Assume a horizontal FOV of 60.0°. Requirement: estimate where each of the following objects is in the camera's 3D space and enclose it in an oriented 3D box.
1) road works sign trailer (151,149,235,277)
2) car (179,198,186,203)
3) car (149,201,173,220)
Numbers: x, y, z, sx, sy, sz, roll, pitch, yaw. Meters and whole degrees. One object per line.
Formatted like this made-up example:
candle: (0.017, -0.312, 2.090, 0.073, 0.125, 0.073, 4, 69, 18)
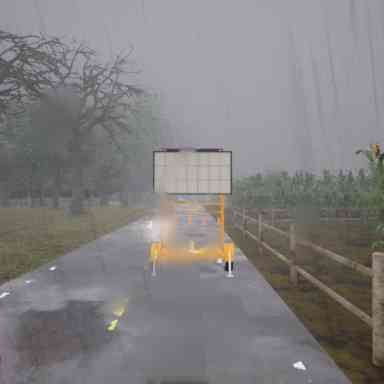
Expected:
road works sign trailer: (0.018, 0.478, 10.263, 2.380, 3.560, 2.880, 0, 0, 0)
car: (-2.586, 2.477, 89.844, 1.882, 1.535, 5.008, 0, -2, 0)
car: (-2.694, 1.600, 29.828, 2.128, 1.511, 4.902, 0, 0, 0)
